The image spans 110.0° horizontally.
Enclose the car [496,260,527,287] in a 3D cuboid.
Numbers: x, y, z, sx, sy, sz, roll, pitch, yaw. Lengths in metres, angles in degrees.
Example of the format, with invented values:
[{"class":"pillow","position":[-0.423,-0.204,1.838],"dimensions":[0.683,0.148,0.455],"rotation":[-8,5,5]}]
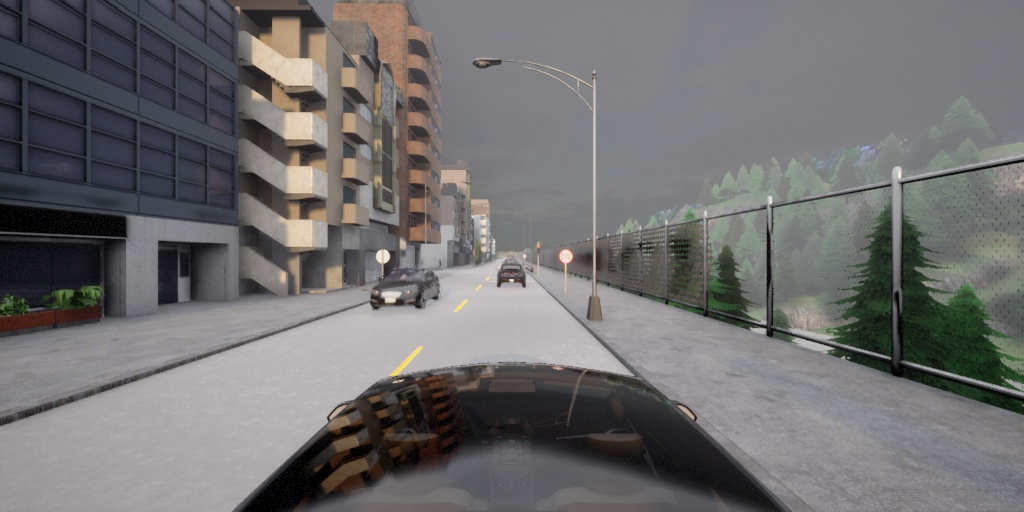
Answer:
[{"class":"car","position":[-0.041,1.254,24.410],"dimensions":[1.837,1.490,4.892],"rotation":[0,0,0]}]

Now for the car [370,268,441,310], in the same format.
[{"class":"car","position":[-4.174,1.241,14.716],"dimensions":[2.128,1.511,4.902],"rotation":[0,0,0]}]
